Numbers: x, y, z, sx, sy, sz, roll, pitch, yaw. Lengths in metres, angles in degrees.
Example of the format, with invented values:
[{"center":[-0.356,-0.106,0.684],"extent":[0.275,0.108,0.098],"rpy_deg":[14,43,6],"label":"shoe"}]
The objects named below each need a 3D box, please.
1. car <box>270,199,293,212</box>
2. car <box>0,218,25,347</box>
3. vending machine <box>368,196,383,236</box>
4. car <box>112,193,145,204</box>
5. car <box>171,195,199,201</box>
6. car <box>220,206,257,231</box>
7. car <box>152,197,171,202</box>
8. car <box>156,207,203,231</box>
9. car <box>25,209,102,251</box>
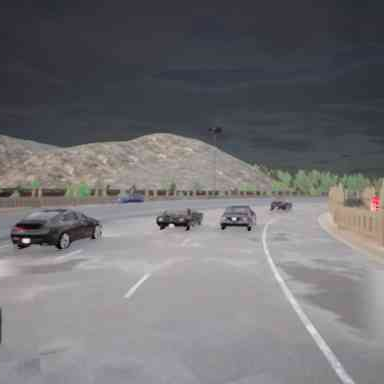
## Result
[{"center":[11.045,1.579,40.923],"extent":[1.837,1.490,4.892],"rpy_deg":[0,0,29],"label":"car"},{"center":[-3.308,1.206,1.487],"extent":[2.150,2.045,5.566],"rpy_deg":[0,0,1],"label":"car"},{"center":[10.127,1.254,17.757],"extent":[1.100,2.100,0.880],"rpy_deg":[0,0,14],"label":"vending machine"},{"center":[-9.108,1.190,48.233],"extent":[2.150,2.045,5.566],"rpy_deg":[0,0,27],"label":"car"},{"center":[-0.632,1.404,49.178],"extent":[2.097,1.767,4.553],"rpy_deg":[0,0,30],"label":"car"},{"center":[3.035,1.573,21.186],"extent":[2.033,1.411,5.357],"rpy_deg":[0,0,15],"label":"car"},{"center":[-4.151,1.507,50.069],"extent":[2.128,1.511,4.902],"rpy_deg":[0,0,29],"label":"car"},{"center":[-0.607,1.609,20.932],"extent":[1.895,1.301,4.718],"rpy_deg":[0,0,14],"label":"car"},{"center":[-5.529,1.486,14.211],"extent":[1.837,1.490,4.892],"rpy_deg":[0,0,9],"label":"car"}]
